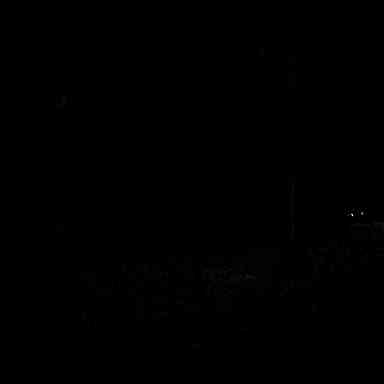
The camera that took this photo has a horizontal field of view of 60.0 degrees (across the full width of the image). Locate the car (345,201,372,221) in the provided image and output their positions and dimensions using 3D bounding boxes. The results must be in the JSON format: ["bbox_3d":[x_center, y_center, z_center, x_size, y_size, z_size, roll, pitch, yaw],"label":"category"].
[{"bbox_3d":[10.842,1.226,26.564,2.150,2.045,5.566,0,0,-35],"label":"car"}]

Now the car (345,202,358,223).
[{"bbox_3d":[9.304,1.554,24.344,1.947,1.339,4.313,0,0,-35],"label":"car"}]

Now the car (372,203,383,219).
[{"bbox_3d":[15.842,1.601,28.999,1.947,1.339,4.313,0,0,-35],"label":"car"}]
